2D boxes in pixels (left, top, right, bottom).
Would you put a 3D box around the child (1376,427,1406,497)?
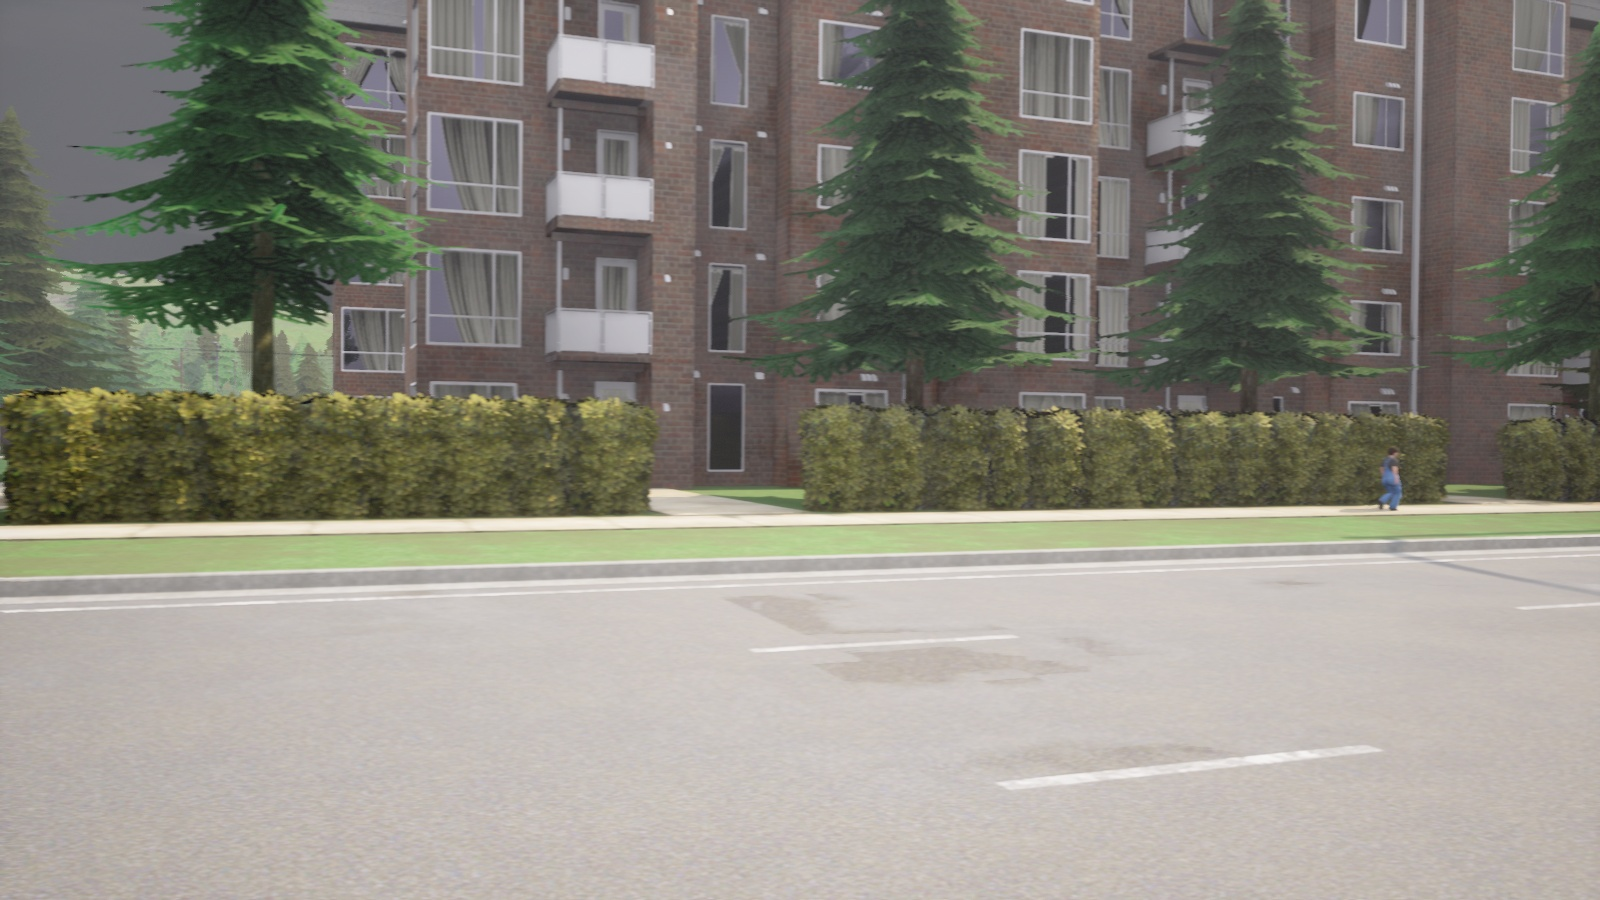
[{"bbox_3d":[10.750,0.219,22.849,0.437,1.263,0.270,-1,1,-21],"label":"child"}]
